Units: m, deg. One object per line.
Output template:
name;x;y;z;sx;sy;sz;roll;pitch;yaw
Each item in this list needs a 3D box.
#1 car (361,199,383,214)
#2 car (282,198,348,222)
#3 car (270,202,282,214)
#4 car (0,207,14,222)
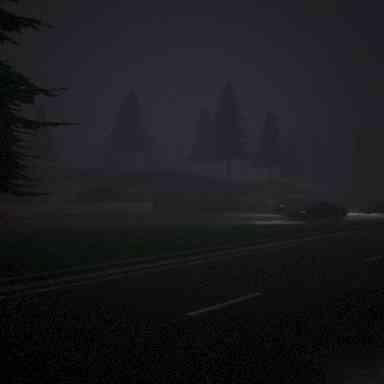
car;19.768;1.469;34.742;4.674;1.442;1.812;0;0;-26
car;10.029;1.485;26.536;5.008;1.535;1.882;0;0;-21
car;10.217;1.387;34.158;4.553;1.767;2.097;0;0;-24
car;-17.433;1.758;27.307;5.008;1.535;1.882;0;-1;-20
